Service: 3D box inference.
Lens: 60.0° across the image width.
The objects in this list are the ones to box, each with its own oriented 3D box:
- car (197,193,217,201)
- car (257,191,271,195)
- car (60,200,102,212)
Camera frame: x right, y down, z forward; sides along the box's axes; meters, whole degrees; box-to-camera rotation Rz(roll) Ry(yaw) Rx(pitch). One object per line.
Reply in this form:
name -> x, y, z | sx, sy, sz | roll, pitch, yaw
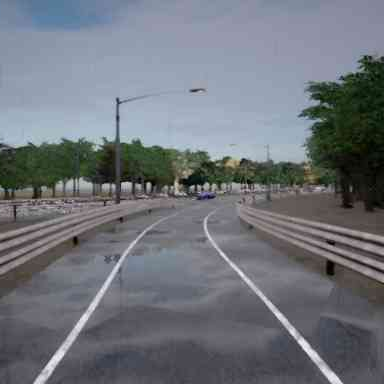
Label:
car -> 2.913, 0.894, 64.859 | 1.882, 1.535, 5.008 | 0, 2, 37
car -> 18.719, 0.307, 85.675 | 1.895, 1.301, 4.718 | 0, 2, 37
car -> -14.013, 1.704, 42.570 | 2.033, 1.411, 5.357 | 0, 1, 37
